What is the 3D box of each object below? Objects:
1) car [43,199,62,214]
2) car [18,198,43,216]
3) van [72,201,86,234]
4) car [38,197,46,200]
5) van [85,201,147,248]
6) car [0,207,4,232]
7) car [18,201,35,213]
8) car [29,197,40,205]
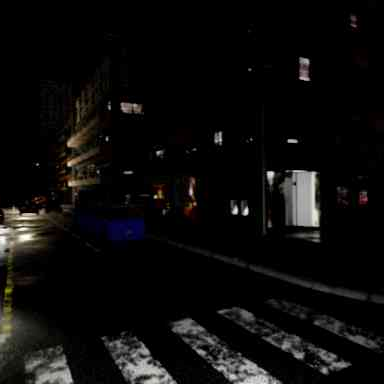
[{"bbox_3d":[-16.566,1.895,39.776,1.802,1.307,4.206,-2,1,-28],"label":"car"},{"bbox_3d":[-18.284,1.834,37.407,1.882,1.535,5.008,-1,0,-27],"label":"car"},{"bbox_3d":[-6.051,1.446,19.991,1.690,1.788,3.998,-2,1,-28],"label":"van"},{"bbox_3d":[-21.909,1.944,49.817,1.752,1.417,4.829,-2,1,-28],"label":"car"},{"bbox_3d":[-3.421,1.394,15.044,1.690,1.788,3.998,-2,1,-28],"label":"van"},{"bbox_3d":[-11.750,1.802,18.408,1.994,1.385,4.181,-1,0,-28],"label":"car"},{"bbox_3d":[-23.220,2.002,46.578,2.033,1.411,5.357,-1,0,-28],"label":"car"},{"bbox_3d":[-37.620,2.047,79.340,2.192,1.841,5.009,-2,1,-28],"label":"car"}]
